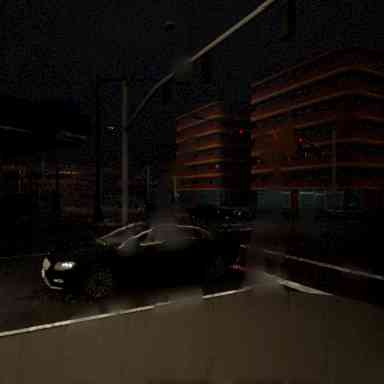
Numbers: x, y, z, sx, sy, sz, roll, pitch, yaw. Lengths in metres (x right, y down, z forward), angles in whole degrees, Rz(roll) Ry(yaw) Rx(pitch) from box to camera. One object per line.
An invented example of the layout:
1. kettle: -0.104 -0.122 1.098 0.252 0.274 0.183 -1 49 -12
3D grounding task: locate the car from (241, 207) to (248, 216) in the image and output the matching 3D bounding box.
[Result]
1. car: 3.103 1.601 31.040 1.895 1.301 4.718 0 0 -28

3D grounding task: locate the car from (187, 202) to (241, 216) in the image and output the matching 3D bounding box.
1. car: 1.513 1.601 26.797 1.895 1.301 4.718 0 0 -31

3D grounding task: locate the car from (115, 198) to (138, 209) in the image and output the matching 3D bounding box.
1. car: -8.735 1.505 44.152 1.837 1.490 4.892 0 0 -31

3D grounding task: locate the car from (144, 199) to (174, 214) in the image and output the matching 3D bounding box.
1. car: -3.591 1.526 35.435 1.812 1.442 4.674 0 0 -30

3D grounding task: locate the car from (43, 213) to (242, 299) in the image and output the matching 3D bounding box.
1. car: -1.088 1.491 8.432 4.902 1.511 2.128 0 0 -30
